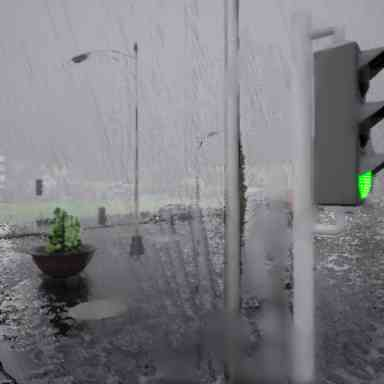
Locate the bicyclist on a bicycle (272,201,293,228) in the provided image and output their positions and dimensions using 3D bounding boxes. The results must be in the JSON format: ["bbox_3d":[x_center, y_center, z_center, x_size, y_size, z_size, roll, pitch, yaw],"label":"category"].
[{"bbox_3d":[5.643,1.387,20.135,1.656,1.620,0.582,-1,0,36],"label":"bicyclist on a bicycle"}]

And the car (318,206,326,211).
[{"bbox_3d":[16.444,1.625,42.575,1.994,1.385,4.181,0,0,36],"label":"car"}]

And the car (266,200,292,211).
[{"bbox_3d":[10.979,1.684,42.010,1.895,1.301,4.718,0,0,36],"label":"car"}]

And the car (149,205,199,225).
[{"bbox_3d":[-1.265,1.648,24.910,1.994,1.385,4.181,0,0,36],"label":"car"}]
